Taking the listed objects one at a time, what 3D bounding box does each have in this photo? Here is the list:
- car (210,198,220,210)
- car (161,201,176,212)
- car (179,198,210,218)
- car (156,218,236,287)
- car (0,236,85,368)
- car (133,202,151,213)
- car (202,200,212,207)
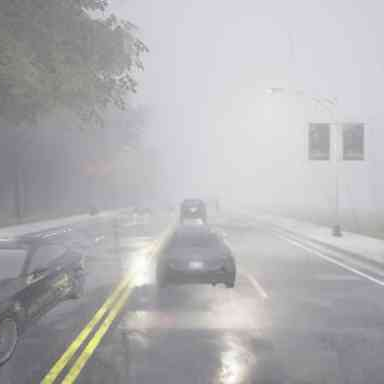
[{"bbox_3d":[3.351,1.912,53.867,2.150,2.045,5.566,0,-1,0],"label":"car"},{"bbox_3d":[-3.328,2.106,47.660,1.837,1.490,4.892,0,0,0],"label":"car"},{"bbox_3d":[0.100,1.561,28.363,2.150,2.045,5.566,0,-1,0],"label":"car"},{"bbox_3d":[0.100,1.674,9.674,1.994,1.385,4.181,0,-1,0],"label":"car"},{"bbox_3d":[-3.350,1.594,5.945,1.812,1.442,4.674,0,-1,0],"label":"car"},{"bbox_3d":[-6.583,2.085,44.577,1.812,1.442,4.674,0,-1,0],"label":"car"},{"bbox_3d":[3.251,2.508,71.912,1.994,1.385,4.181,0,-1,0],"label":"car"}]
